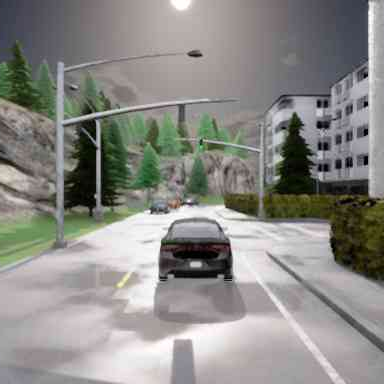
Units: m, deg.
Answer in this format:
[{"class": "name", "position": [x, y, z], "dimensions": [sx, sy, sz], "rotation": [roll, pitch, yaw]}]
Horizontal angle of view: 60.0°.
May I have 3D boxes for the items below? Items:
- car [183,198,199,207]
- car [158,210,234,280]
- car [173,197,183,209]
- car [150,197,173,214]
[{"class": "car", "position": [-0.346, 1.734, 56.571], "dimensions": [1.994, 1.385, 4.181], "rotation": [0, 0, 24]}, {"class": "car", "position": [0.099, 1.508, 10.051], "dimensions": [1.882, 1.535, 5.008], "rotation": [0, 0, 0]}, {"class": "car", "position": [-2.982, 1.492, 46.764], "dimensions": [2.097, 1.767, 4.553], "rotation": [0, 0, 7]}, {"class": "car", "position": [-3.478, 1.615, 36.858], "dimensions": [1.837, 1.490, 4.892], "rotation": [0, 0, 2]}]
